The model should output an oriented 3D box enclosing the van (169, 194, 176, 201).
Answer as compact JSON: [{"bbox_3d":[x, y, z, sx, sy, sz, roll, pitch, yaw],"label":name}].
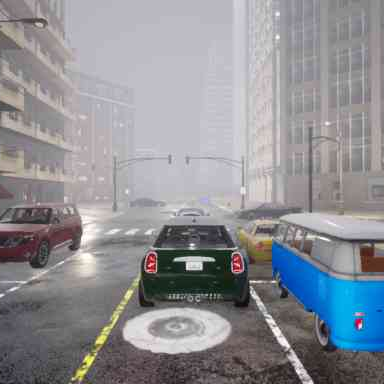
[{"bbox_3d":[-5.469,1.542,93.731,1.690,1.788,3.998,0,0,0],"label":"van"}]

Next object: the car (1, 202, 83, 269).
[{"bbox_3d":[-5.328,1.321,11.417,2.192,1.841,5.009,0,0,0],"label":"car"}]

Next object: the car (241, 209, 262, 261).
[{"bbox_3d":[2.550,1.531,11.606,1.752,1.417,4.829,0,0,0],"label":"car"}]

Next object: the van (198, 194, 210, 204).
[{"bbox_3d":[2.468,1.429,60.431,1.690,1.788,3.998,0,0,0],"label":"van"}]

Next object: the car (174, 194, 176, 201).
[{"bbox_3d":[-5.442,1.705,77.075,1.947,1.339,4.313,0,0,0],"label":"car"}]

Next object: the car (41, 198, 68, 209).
[{"bbox_3d":[-21.188,1.729,51.031,4.892,1.490,1.837,-1,-1,41],"label":"car"}]

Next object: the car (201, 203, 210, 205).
[{"bbox_3d":[-0.029,1.536,17.164,1.812,1.442,4.674,0,0,0],"label":"car"}]

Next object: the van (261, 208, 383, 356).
[{"bbox_3d":[2.562,1.343,5.900,1.690,1.788,3.998,0,0,0],"label":"van"}]

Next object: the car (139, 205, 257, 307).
[{"bbox_3d":[0.050,1.355,8.120,2.097,1.767,4.553,0,0,0],"label":"car"}]

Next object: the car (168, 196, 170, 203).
[{"bbox_3d":[-5.413,1.613,60.247,1.752,1.417,4.829,0,0,0],"label":"car"}]

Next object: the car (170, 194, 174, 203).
[{"bbox_3d":[-5.432,1.561,71.523,1.967,1.590,4.097,0,0,0],"label":"car"}]

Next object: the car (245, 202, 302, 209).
[{"bbox_3d":[5.926,1.491,25.843,5.357,1.411,2.033,-1,0,-7],"label":"car"}]

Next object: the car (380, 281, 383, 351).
[{"bbox_3d":[2.569,1.526,0.536,1.752,1.417,4.829,0,0,0],"label":"car"}]

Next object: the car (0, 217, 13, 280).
[{"bbox_3d":[-5.319,1.442,5.880,1.967,1.590,4.097,0,0,0],"label":"car"}]

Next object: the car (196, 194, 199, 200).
[{"bbox_3d":[2.429,1.704,82.640,1.887,1.381,4.507,0,0,0],"label":"car"}]

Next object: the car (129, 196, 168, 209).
[{"bbox_3d":[-6.353,1.545,46.936,5.008,1.535,1.882,-1,1,-13],"label":"car"}]
